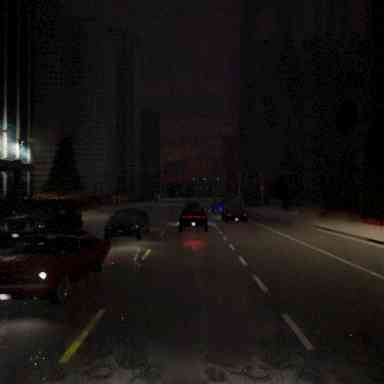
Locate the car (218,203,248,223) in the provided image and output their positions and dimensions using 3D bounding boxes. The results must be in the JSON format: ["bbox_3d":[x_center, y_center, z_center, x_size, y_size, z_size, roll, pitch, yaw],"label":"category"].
[{"bbox_3d":[3.594,1.919,28.891,1.895,1.301,4.718,0,-1,0],"label":"car"}]

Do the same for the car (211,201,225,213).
[{"bbox_3d":[3.582,1.967,44.514,1.882,1.535,5.008,0,-1,0],"label":"car"}]

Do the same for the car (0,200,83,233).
[{"bbox_3d":[-7.003,1.398,15.941,2.150,2.045,5.566,0,-1,0],"label":"car"}]

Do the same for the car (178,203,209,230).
[{"bbox_3d":[0.097,1.758,22.993,1.837,1.490,4.892,0,-1,0],"label":"car"}]

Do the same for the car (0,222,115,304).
[{"bbox_3d":[-3.554,1.696,8.494,1.895,1.301,4.718,0,-1,0],"label":"car"}]

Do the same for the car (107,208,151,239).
[{"bbox_3d":[-3.504,1.685,18.773,1.882,1.535,5.008,0,-1,0],"label":"car"}]
